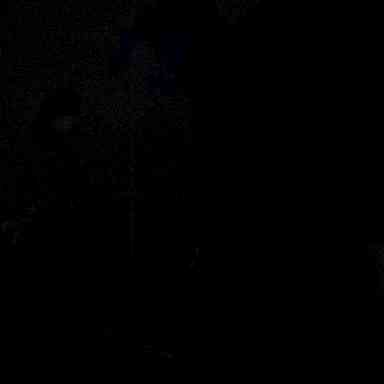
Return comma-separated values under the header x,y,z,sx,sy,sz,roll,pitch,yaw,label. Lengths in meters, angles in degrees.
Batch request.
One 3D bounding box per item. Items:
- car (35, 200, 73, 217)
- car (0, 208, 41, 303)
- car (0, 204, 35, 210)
x,y,z,sx,sy,sz,roll,pitch,yaw,label
-12.544,1.413,28.900,1.994,1.385,4.181,0,0,36,car
-5.542,1.315,6.758,5.009,1.841,2.192,0,0,35,car
-13.416,1.445,22.648,1.994,1.385,4.181,0,0,36,car
